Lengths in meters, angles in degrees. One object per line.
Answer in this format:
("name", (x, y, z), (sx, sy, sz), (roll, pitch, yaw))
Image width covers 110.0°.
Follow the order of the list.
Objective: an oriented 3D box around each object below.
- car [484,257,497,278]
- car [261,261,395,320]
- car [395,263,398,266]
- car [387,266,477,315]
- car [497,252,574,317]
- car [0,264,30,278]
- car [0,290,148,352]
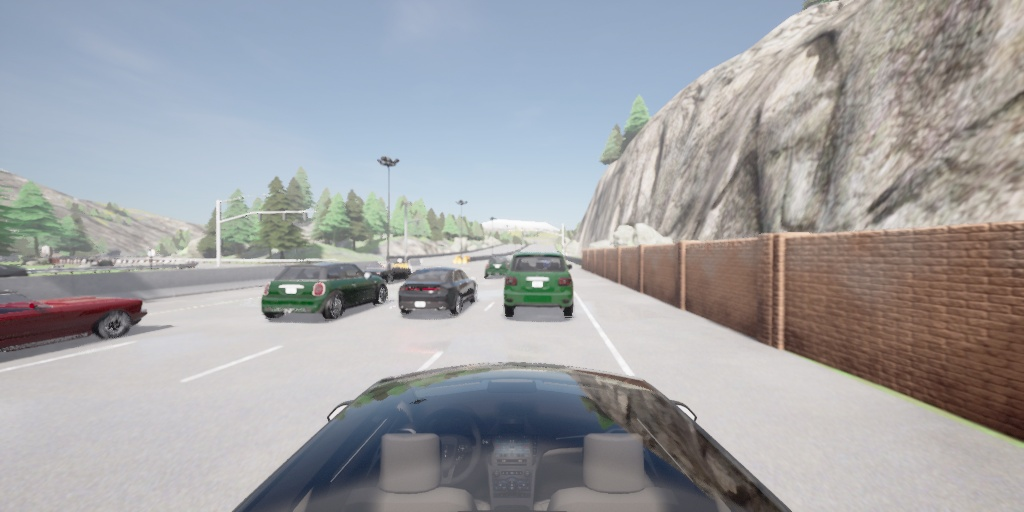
("car", (-0.917, 0.831, 29.639), (2.097, 1.767, 4.553), (0, 1, 6))
("car", (-6.059, 0.981, 12.237), (2.097, 1.767, 4.553), (0, 1, 5))
("car", (-8.488, 1.109, 24.090), (1.895, 1.301, 4.718), (0, 1, 5))
("car", (-2.495, 1.140, 12.965), (1.837, 1.490, 4.892), (0, 1, 5))
("car", (0.995, 0.868, 12.871), (2.150, 2.045, 5.566), (0, 1, 6))
("car", (-26.859, 1.010, 17.088), (2.128, 1.511, 4.902), (0, 0, 6))
("car", (-10.063, 1.270, 6.720), (1.895, 1.301, 4.718), (0, 1, 4))
